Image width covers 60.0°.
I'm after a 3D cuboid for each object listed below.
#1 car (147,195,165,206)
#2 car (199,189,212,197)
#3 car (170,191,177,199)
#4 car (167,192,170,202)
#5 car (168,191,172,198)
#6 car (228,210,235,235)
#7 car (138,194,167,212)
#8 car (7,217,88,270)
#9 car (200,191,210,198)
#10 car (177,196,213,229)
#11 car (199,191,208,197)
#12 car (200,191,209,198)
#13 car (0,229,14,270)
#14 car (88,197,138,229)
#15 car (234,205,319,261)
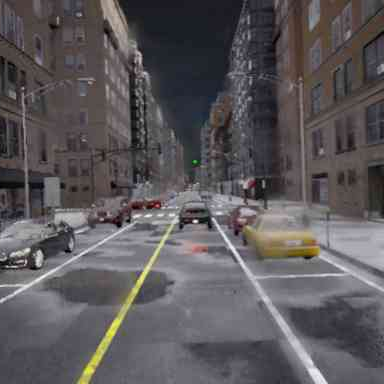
[{"bbox_3d":[-5.172,1.219,48.399,2.008,1.369,4.403,-2,1,0],"label":"car"},{"bbox_3d":[2.899,0.649,64.722,1.967,1.590,4.097,-2,1,0],"label":"car"},{"bbox_3d":[-5.081,0.933,75.667,1.947,1.339,4.313,-2,1,0],"label":"car"},{"bbox_3d":[-5.154,1.153,53.853,1.887,1.381,4.507,-2,1,0],"label":"car"},{"bbox_3d":[-5.137,1.076,59.136,1.752,1.417,4.829,-2,1,0],"label":"car"},{"bbox_3d":[2.743,1.312,16.486,1.802,1.307,4.206,-2,1,0],"label":"car"},{"bbox_3d":[-5.509,1.283,35.132,5.008,1.535,1.882,-1,-1,35],"label":"car"},{"bbox_3d":[-5.296,1.618,11.113,2.008,1.369,4.403,-2,1,0],"label":"car"},{"bbox_3d":[2.935,0.528,75.630,1.967,1.590,4.097,-2,1,0],"label":"car"},{"bbox_3d":[0.191,1.285,20.169,1.837,1.490,4.892,-2,1,0],"label":"car"},{"bbox_3d":[2.975,0.516,86.539,2.008,1.369,4.403,-2,1,0],"label":"car"},{"bbox_3d":[2.957,0.571,81.085,1.887,1.381,4.507,-2,1,0],"label":"car"},{"bbox_3d":[-5.315,1.676,5.700,2.008,1.369,4.403,-2,1,0],"label":"car"},{"bbox_3d":[-5.269,1.267,21.935,2.192,1.841,5.009,-2,1,0],"label":"car"},{"bbox_3d":[2.723,1.311,11.244,1.752,1.417,4.829,-2,1,0],"label":"car"}]
